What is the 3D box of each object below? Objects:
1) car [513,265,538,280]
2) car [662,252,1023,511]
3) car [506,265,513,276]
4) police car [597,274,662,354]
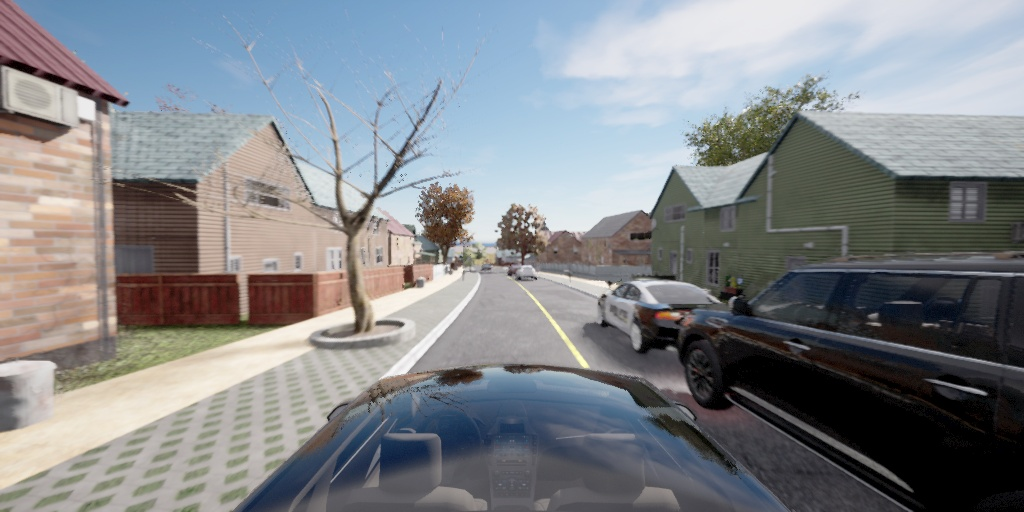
[{"bbox_3d":[1.446,1.692,36.871,1.812,1.442,4.674,0,-1,-4],"label":"car"},{"bbox_3d":[3.577,1.007,3.098,2.150,2.045,5.566,0,-1,0],"label":"car"},{"bbox_3d":[0.464,1.832,46.890,1.812,1.442,4.674,0,-1,-6],"label":"car"},{"bbox_3d":[3.550,1.272,9.218,1.930,1.638,5.238,0,-1,-1],"label":"police car"}]
